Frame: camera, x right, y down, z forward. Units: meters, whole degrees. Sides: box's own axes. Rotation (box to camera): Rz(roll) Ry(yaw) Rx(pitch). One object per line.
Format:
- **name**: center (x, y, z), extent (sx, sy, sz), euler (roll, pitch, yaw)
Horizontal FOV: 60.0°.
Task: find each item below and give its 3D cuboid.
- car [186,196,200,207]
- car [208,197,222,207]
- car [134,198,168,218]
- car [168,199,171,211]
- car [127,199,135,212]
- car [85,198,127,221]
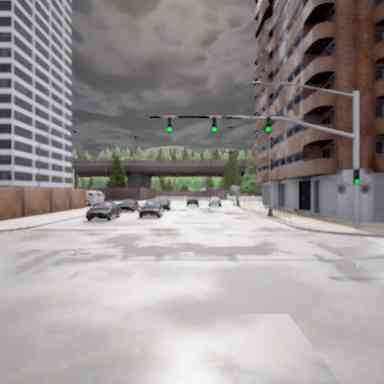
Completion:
- **car**: center (0.110, 1.444, 51.171), extent (1.837, 1.490, 4.892), euler (0, 0, 0)
- **car**: center (3.509, 1.465, 50.986), extent (1.812, 1.442, 4.674), euler (0, 0, 0)
- **car**: center (-3.593, 1.512, 30.125), extent (2.033, 1.411, 5.357), euler (0, 0, 0)
- **car**: center (-3.572, 1.429, 40.402), extent (1.882, 1.535, 5.008), euler (0, 0, 0)
- **car**: center (-7.082, 1.503, 37.608), extent (2.033, 1.411, 5.357), euler (0, 0, 0)
- **car**: center (-7.094, 1.515, 27.255), extent (2.033, 1.411, 5.357), euler (0, 0, 0)
